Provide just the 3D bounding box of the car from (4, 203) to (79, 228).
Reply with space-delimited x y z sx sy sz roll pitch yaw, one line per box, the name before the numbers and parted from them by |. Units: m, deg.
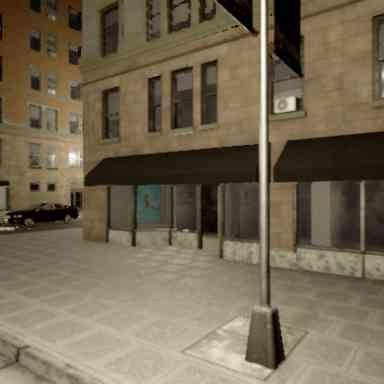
car | -10.219 1.516 22.904 2.128 1.511 4.902 0 0 35
